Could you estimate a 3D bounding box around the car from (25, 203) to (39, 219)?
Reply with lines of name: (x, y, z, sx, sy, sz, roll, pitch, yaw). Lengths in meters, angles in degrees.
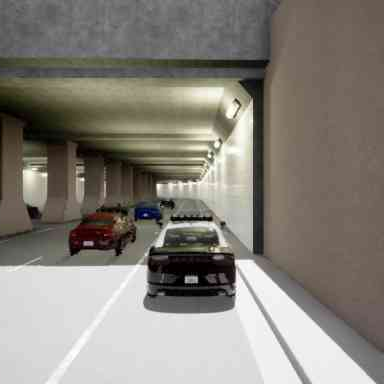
car: (-13.980, 1.548, 26.036, 2.033, 1.411, 5.357, 0, 0, 0)

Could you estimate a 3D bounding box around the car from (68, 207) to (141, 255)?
car: (-3.401, 1.526, 13.211, 1.812, 1.442, 4.674, 0, 0, 0)

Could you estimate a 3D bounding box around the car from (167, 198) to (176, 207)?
car: (-3.302, 1.491, 45.620, 2.128, 1.511, 4.902, 0, 0, 0)

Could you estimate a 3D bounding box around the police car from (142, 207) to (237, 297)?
police car: (-0.012, 1.425, 8.760, 1.930, 1.638, 5.238, 0, 0, 0)

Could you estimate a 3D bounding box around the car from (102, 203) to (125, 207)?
car: (-6.803, 1.601, 29.011, 1.895, 1.301, 4.718, 0, 0, 0)

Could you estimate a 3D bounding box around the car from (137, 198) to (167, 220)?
car: (-3.312, 1.477, 26.148, 1.882, 1.535, 5.008, 0, 0, 0)
